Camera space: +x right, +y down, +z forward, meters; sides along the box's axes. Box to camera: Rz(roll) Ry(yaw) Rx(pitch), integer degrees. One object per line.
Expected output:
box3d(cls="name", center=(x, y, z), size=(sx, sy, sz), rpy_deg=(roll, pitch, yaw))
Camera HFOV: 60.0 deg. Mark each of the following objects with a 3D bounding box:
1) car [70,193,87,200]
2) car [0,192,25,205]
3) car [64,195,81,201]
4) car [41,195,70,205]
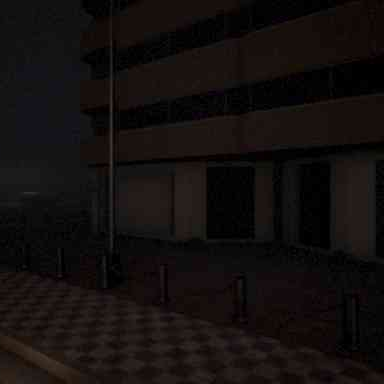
box3d(cls="car", center=(-29.085, 1.206, 85.726), size=(1.905, 1.878, 3.866), rpy_deg=(0, 0, 35))
box3d(cls="car", center=(-39.163, 1.203, 71.395), size=(1.932, 1.855, 4.605), rpy_deg=(0, 0, 35))
box3d(cls="car", center=(-31.445, 1.445, 87.404), size=(1.970, 1.475, 3.806), rpy_deg=(0, 0, 35))
box3d(cls="car", center=(-25.301, 1.447, 61.732), size=(1.970, 1.475, 3.806), rpy_deg=(0, 0, 35))
